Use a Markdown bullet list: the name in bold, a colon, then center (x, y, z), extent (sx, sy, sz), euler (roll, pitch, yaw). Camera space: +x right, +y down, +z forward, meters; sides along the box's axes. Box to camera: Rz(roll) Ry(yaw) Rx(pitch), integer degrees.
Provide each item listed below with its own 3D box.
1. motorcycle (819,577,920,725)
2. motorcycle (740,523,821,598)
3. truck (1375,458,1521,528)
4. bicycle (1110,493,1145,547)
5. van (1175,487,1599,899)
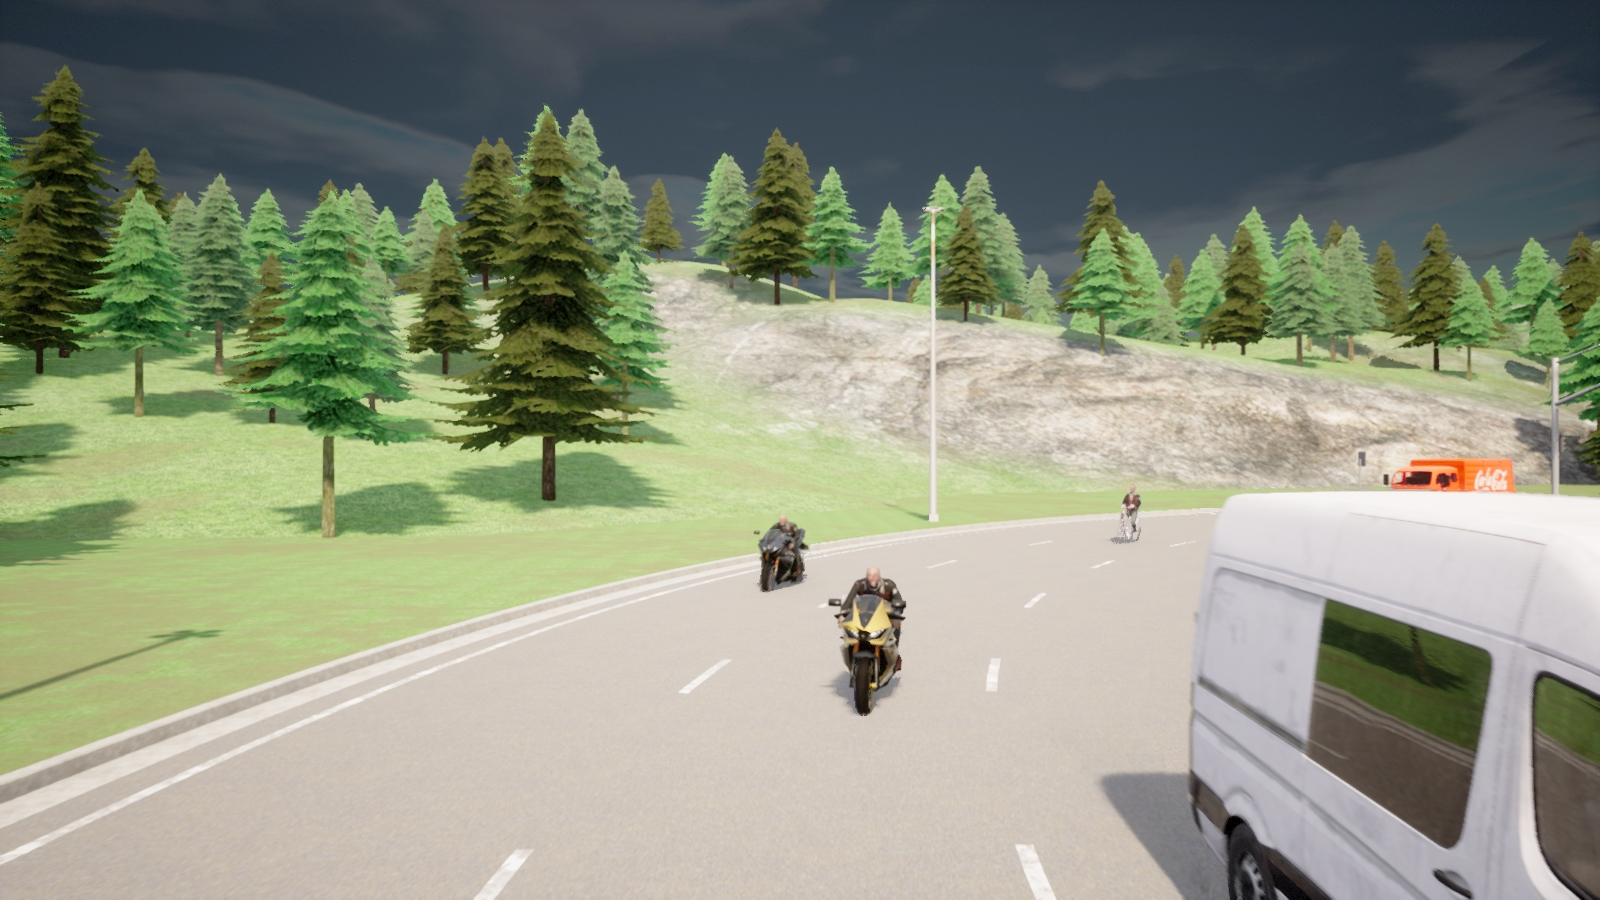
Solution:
- **motorcycle**: center (0.833, 2.201, 12.919), extent (0.867, 1.251, 2.209), euler (0, 0, 11)
- **motorcycle**: center (-0.359, 2.198, 23.134), extent (0.867, 1.251, 2.209), euler (2, 1, 20)
- **truck**: center (24.686, 1.555, 43.494), extent (5.204, 2.467, 2.627), euler (0, 0, -32)
- **bicycle**: center (9.712, 2.050, 33.827), extent (0.329, 1.471, 1.835), euler (2, 1, 36)
- **van**: center (3.435, 1.532, 4.576), extent (1.988, 2.561, 5.915), euler (-1, 0, 1)
